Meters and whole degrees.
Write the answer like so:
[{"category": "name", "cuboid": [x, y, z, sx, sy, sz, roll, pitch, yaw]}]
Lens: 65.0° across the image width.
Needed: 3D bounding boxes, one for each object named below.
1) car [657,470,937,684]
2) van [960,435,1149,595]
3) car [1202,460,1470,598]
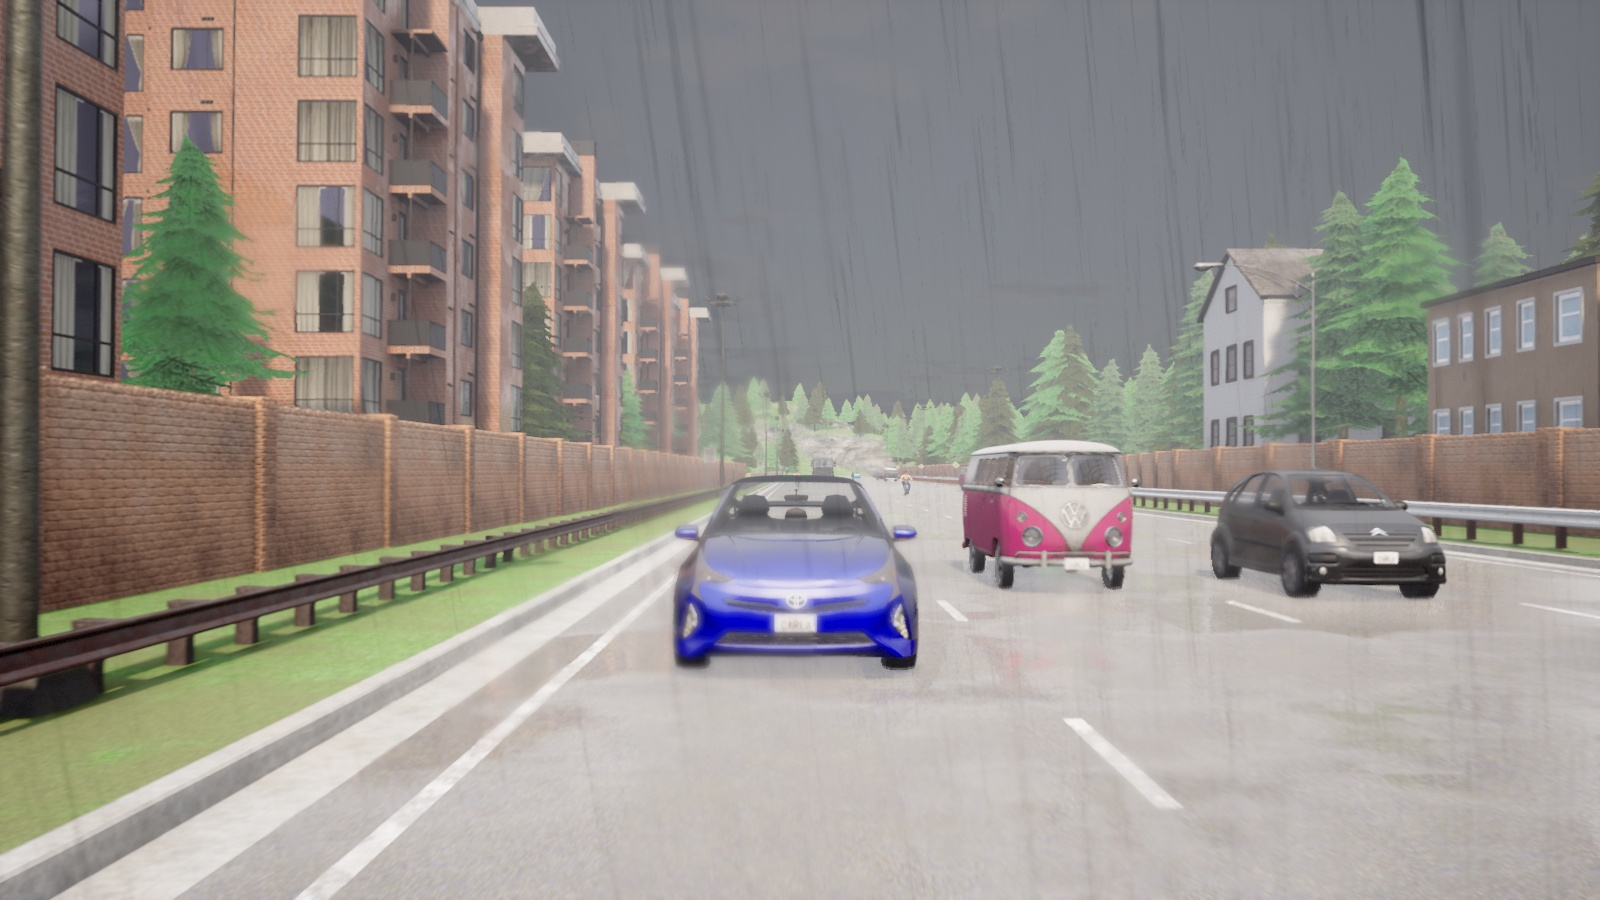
[{"category": "car", "cuboid": [-0.028, 0.951, 11.289, 2.007, 1.525, 4.514, 0, -1, 0]}, {"category": "van", "cuboid": [3.455, 0.853, 17.888, 1.775, 1.987, 4.442, 0, -1, 0]}, {"category": "car", "cuboid": [6.959, 0.966, 16.795, 1.851, 1.617, 3.988, 0, -1, 0]}]
